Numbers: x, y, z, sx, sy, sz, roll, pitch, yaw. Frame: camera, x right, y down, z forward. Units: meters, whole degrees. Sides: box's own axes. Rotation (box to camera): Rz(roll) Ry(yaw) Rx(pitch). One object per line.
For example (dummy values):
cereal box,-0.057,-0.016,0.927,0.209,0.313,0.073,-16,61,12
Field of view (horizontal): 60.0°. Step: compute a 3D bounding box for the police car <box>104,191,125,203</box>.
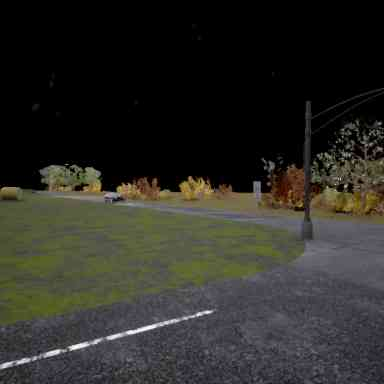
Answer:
police car,-11.603,0.743,49.757,1.930,1.638,5.238,1,0,-32
